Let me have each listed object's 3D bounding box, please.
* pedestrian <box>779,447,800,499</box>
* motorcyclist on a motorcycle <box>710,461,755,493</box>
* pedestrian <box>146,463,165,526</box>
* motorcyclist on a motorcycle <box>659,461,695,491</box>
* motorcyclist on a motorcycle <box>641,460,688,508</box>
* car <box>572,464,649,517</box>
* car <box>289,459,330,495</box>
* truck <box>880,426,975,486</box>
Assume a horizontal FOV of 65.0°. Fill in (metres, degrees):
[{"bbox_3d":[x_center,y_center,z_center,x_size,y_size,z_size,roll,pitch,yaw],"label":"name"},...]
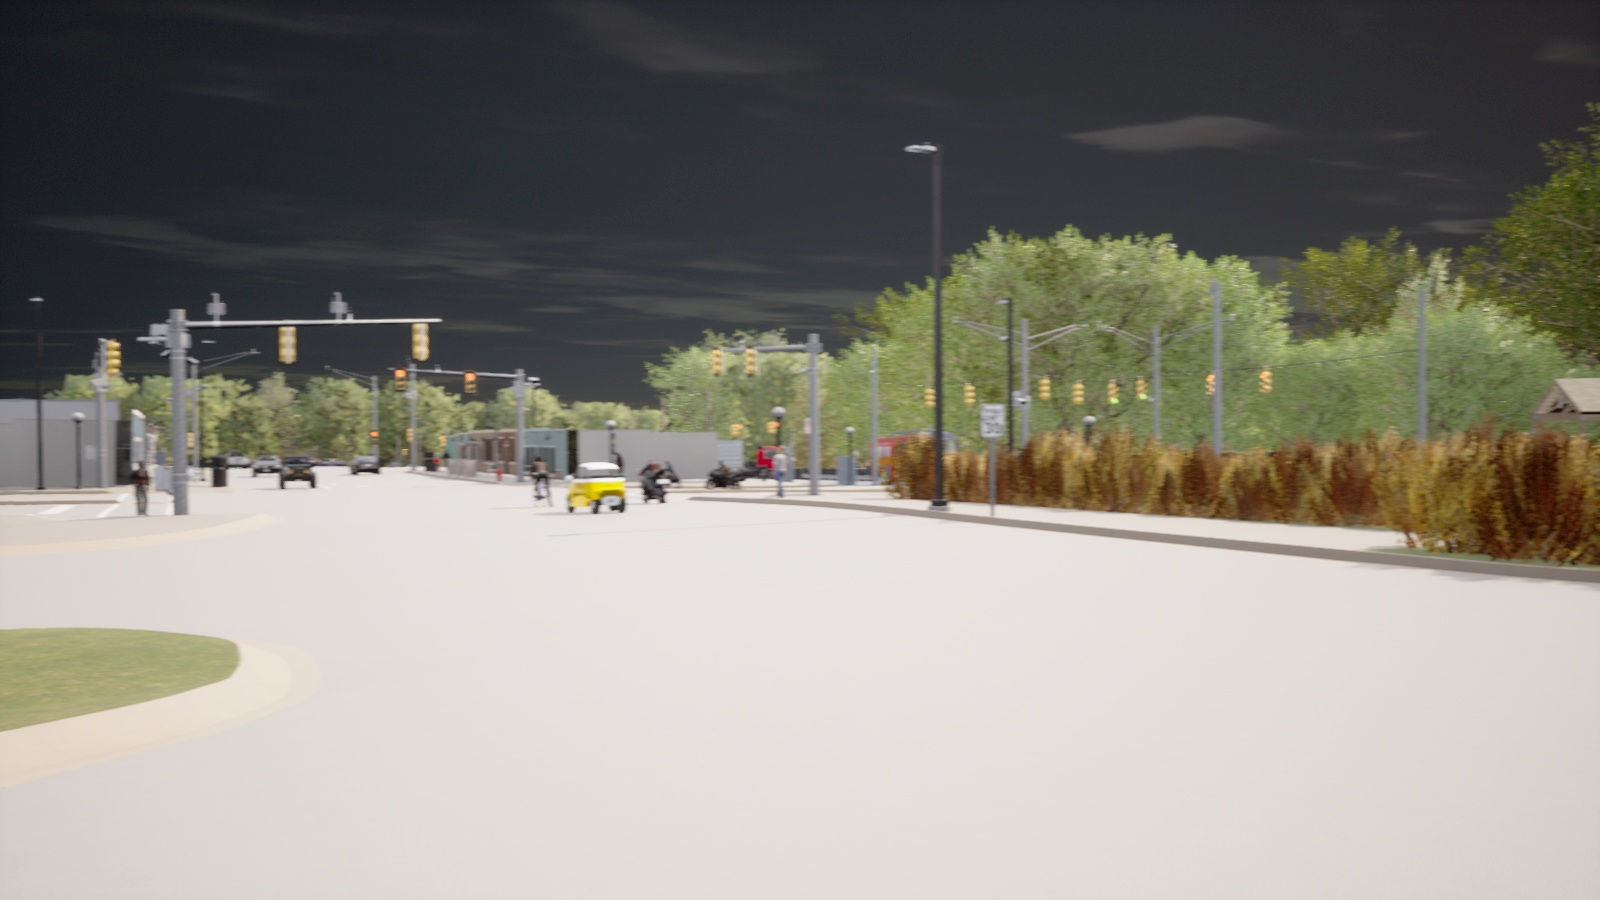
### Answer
[{"bbox_3d":[-0.389,0.812,45.116,0.354,1.836,0.706,-2,1,-38],"label":"pedestrian"},{"bbox_3d":[-3.324,1.328,61.929,2.044,1.523,0.797,1,0,-30],"label":"motorcyclist on a motorcycle"},{"bbox_3d":[-20.218,1.381,39.403,0.402,1.930,0.666,-2,1,-36],"label":"pedestrian"},{"bbox_3d":[-6.721,1.428,68.557,1.817,1.590,0.866,0,-1,-23],"label":"motorcyclist on a motorcycle"},{"bbox_3d":[-4.498,1.113,41.472,0.866,1.530,2.191,-1,-1,-24],"label":"motorcyclist on a motorcycle"},{"bbox_3d":[-5.224,1.088,34.491,1.481,1.376,2.207,-2,0,-26],"label":"car"},{"bbox_3d":[-27.302,1.444,69.855,1.905,1.878,3.866,-1,0,-23],"label":"car"},{"bbox_3d":[8.651,0.486,86.728,2.891,3.827,8.468,-2,-1,-21],"label":"truck"}]
